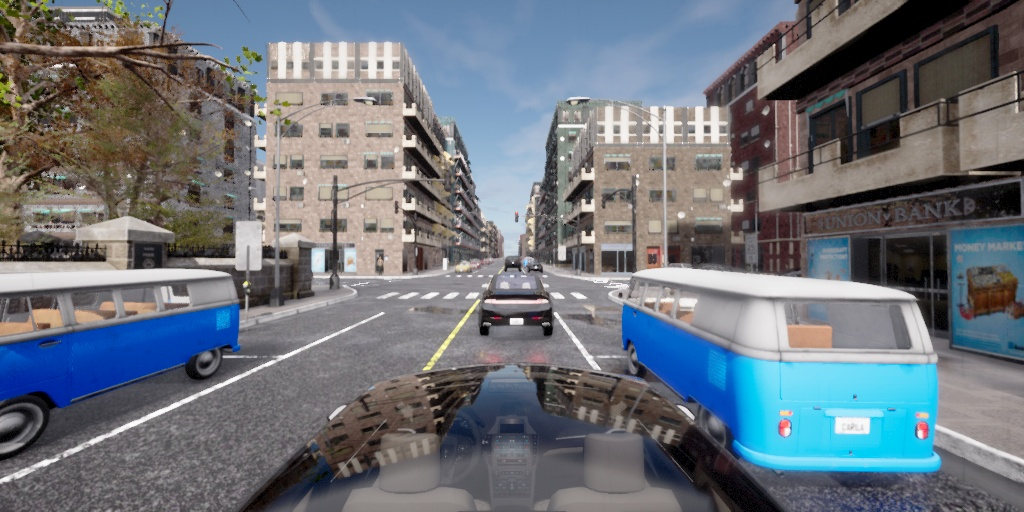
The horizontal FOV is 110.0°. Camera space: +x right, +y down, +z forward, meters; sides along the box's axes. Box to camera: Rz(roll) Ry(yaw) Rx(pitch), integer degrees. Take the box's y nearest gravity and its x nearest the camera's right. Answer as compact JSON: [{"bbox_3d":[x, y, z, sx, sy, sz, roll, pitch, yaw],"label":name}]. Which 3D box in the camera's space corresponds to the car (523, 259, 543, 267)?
[{"bbox_3d":[2.708,1.309,42.606,1.948,1.339,4.313,0,0,0],"label":"car"}]

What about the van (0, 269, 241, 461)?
[{"bbox_3d":[-5.655,1.090,4.664,1.690,1.789,3.998,0,0,0],"label":"van"}]

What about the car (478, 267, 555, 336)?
[{"bbox_3d":[0.103,1.240,10.390,2.128,1.511,4.902,0,0,0],"label":"car"}]

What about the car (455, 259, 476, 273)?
[{"bbox_3d":[-5.672,1.269,42.439,1.751,1.417,4.829,0,0,0],"label":"car"}]

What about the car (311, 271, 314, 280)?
[{"bbox_3d":[-16.579,0.988,25.363,4.553,1.767,2.097,0,-1,1],"label":"car"}]

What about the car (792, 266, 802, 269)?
[{"bbox_3d":[24.924,1.532,30.631,4.313,1.339,1.948,0,0,1],"label":"car"}]

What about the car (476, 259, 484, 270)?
[{"bbox_3d":[-5.669,1.182,53.895,1.967,1.591,4.097,0,0,0],"label":"car"}]

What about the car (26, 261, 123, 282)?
[{"bbox_3d":[-31.045,1.082,25.541,4.674,1.442,1.812,0,-1,1],"label":"car"}]

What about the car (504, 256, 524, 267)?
[{"bbox_3d":[0.119,0.964,48.515,2.150,2.045,5.566,0,0,0],"label":"car"}]

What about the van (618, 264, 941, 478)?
[{"bbox_3d":[2.660,1.090,4.659,1.690,1.789,3.998,0,0,0],"label":"van"}]

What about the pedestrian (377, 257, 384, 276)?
[{"bbox_3d":[-12.526,0.951,34.054,0.375,1.860,0.375,0,-1,1],"label":"pedestrian"}]

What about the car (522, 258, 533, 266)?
[{"bbox_3d":[2.710,1.293,48.249,2.007,1.370,4.403,0,0,0],"label":"car"}]
